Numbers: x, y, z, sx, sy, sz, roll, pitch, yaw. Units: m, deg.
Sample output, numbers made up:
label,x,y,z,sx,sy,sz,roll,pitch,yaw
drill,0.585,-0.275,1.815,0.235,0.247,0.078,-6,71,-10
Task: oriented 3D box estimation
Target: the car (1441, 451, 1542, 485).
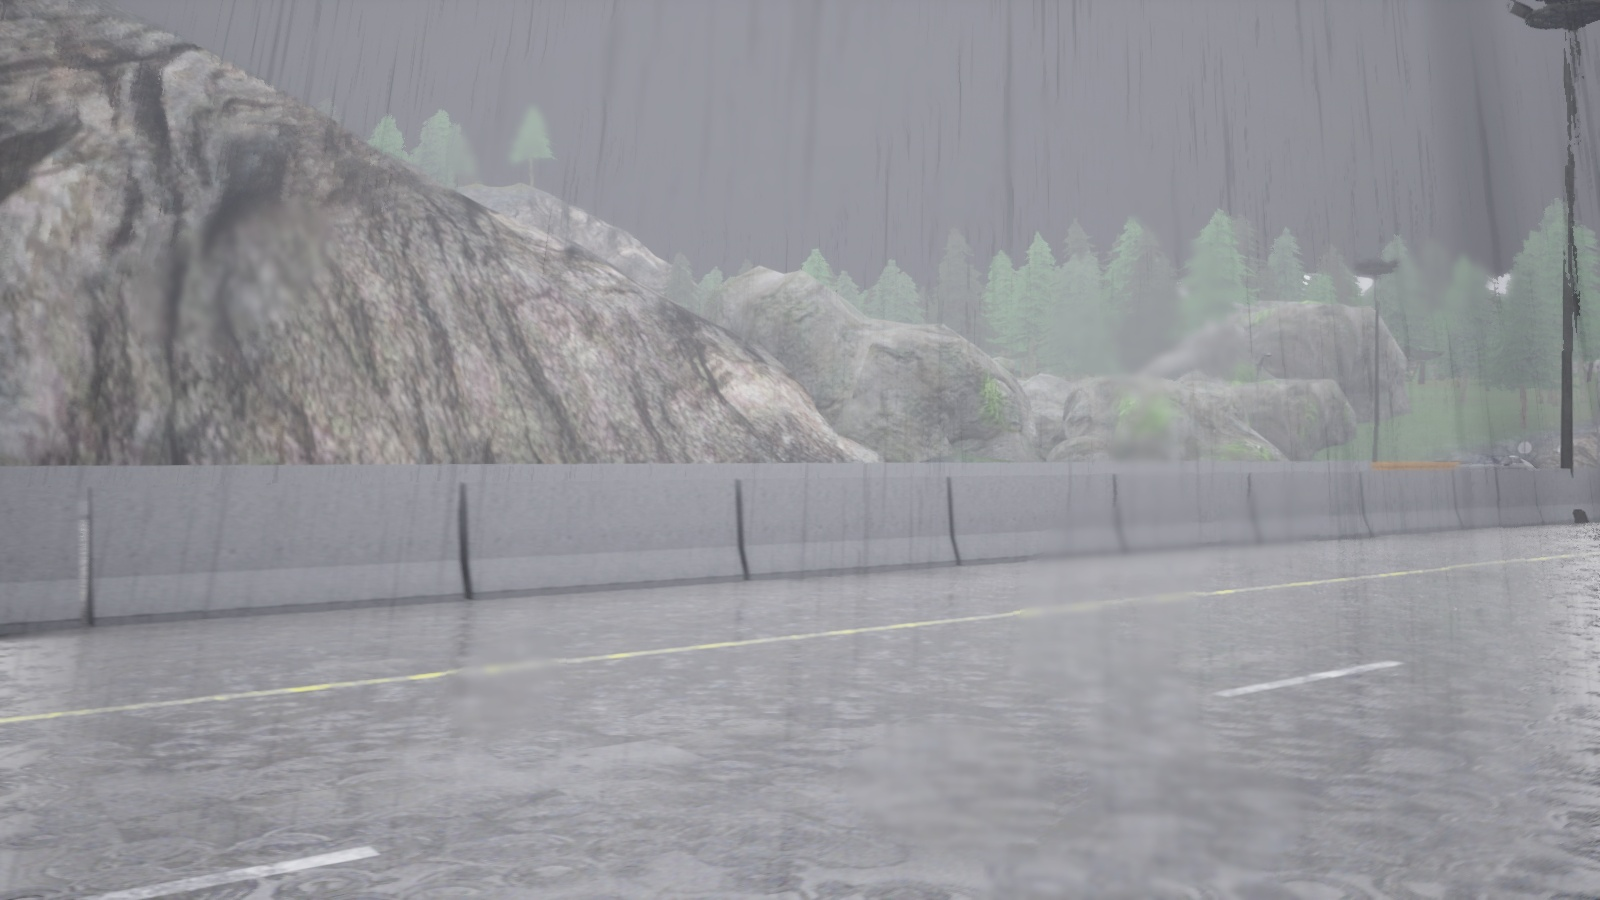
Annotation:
label,x,y,z,sx,sy,sz,roll,pitch,yaw
car,31.419,0.784,57.030,4.902,1.511,2.128,0,0,-36
